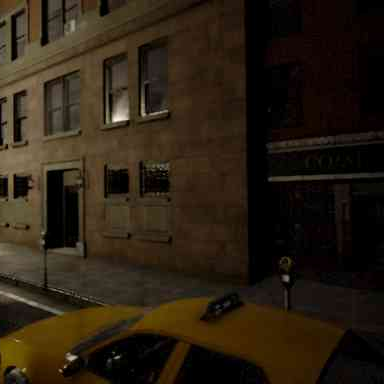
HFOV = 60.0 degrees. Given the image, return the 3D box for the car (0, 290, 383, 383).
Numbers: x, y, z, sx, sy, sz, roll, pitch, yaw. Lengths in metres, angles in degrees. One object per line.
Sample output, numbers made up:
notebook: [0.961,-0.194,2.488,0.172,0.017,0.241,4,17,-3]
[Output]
car: [0.034,1.534,2.834,4.829,1.417,1.752,0,-1,36]
